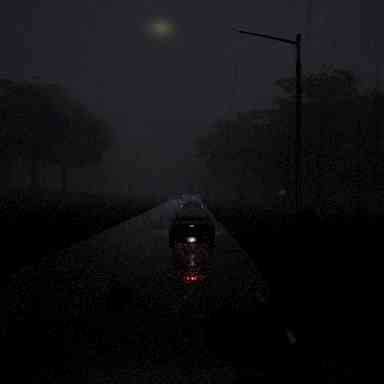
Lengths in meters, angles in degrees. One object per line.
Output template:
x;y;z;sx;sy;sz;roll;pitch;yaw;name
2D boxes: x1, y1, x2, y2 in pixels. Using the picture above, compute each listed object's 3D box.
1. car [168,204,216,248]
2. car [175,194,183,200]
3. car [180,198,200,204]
-0.001;1.506;14.666;1.837;1.490;4.892;0;0;0;car
-3.000;1.137;76.729;2.128;1.511;4.902;0;1;0;car
-0.001;1.542;29.666;2.033;1.411;5.357;0;0;0;car
